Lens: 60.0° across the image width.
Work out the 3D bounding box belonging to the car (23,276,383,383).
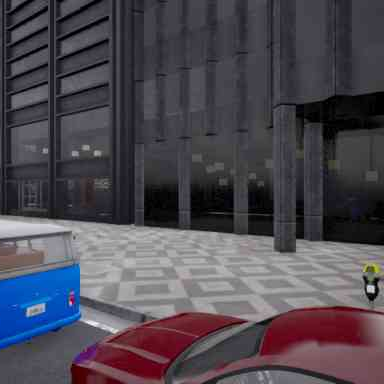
[{"bbox_3d":[0.971,1.545,2.272,4.507,1.381,1.887,0,0,36],"label":"car"}]

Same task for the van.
[{"bbox_3d":[-3.593,1.341,5.531,3.998,1.788,1.690,0,0,36],"label":"van"}]
